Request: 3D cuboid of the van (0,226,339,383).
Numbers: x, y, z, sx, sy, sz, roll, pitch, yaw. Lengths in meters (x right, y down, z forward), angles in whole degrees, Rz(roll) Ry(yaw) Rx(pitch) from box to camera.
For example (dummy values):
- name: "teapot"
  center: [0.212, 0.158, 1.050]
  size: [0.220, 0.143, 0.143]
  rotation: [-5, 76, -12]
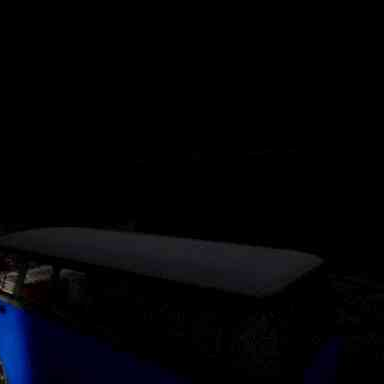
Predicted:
- name: "van"
  center: [-0.653, 1.326, 3.325]
  size: [3.998, 1.788, 1.690]
  rotation: [0, 0, 36]
